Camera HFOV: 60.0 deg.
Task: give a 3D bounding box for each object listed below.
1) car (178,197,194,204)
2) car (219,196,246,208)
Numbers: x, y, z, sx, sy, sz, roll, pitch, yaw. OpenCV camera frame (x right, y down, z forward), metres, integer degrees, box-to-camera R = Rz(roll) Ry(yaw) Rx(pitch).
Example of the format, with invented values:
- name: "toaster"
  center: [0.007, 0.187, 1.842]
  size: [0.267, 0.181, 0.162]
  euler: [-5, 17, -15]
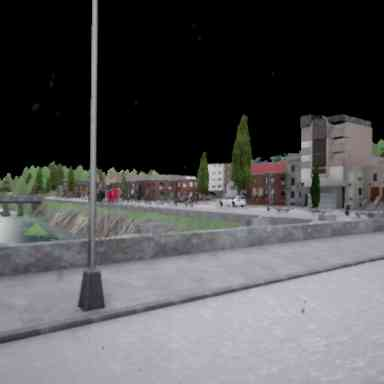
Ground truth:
- name: "car"
  center: [-1.456, 1.805, 71.062]
  size: [2.128, 1.511, 4.902]
  euler: [1, 0, -35]
- name: "car"
  center: [7.134, 1.672, 59.026]
  size: [2.150, 2.045, 5.566]
  euler: [1, 0, -35]
